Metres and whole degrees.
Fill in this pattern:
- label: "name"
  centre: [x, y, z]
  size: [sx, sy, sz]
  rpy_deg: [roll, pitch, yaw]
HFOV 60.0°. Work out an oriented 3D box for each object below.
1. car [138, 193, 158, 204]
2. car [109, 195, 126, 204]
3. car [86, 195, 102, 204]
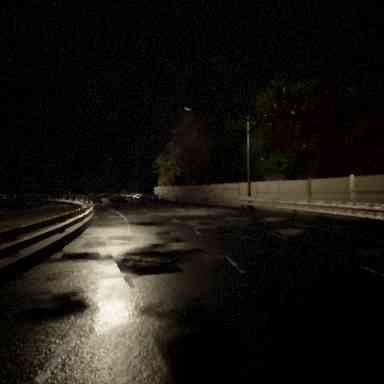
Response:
- label: "car"
  centre: [-7.200, 1.013, 54.248]
  size: [2.097, 1.767, 4.553]
  rpy_deg: [-1, 1, -28]
- label: "car"
  centre: [-12.761, 1.254, 56.858]
  size: [1.994, 1.385, 4.181]
  rpy_deg: [-1, 0, -31]
- label: "car"
  centre: [-16.827, 1.253, 56.754]
  size: [1.812, 1.442, 4.674]
  rpy_deg: [-1, 0, -33]
